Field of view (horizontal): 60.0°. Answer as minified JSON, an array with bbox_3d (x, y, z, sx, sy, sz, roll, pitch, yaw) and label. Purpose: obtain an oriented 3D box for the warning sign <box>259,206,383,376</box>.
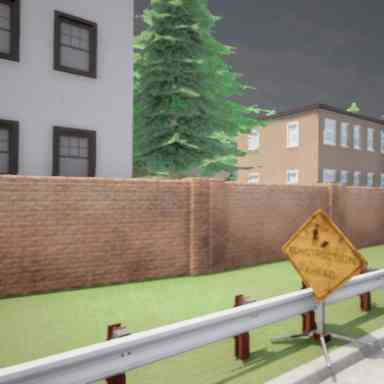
[{"bbox_3d":[1.784,1.152,4.588,1.060,1.860,1.300,1,0,-35],"label":"warning sign"}]
